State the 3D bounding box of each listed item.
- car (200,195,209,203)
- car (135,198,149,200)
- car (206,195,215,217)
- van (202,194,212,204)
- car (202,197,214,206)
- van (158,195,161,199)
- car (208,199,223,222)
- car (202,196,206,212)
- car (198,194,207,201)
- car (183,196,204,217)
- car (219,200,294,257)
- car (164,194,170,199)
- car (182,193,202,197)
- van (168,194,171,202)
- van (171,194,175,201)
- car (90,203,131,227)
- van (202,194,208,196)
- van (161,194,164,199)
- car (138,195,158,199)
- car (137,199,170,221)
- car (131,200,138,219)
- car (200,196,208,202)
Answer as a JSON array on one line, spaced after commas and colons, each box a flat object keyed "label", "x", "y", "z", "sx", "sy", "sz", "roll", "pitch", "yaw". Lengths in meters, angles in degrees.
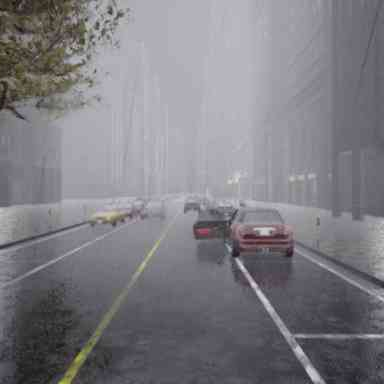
[{"label": "car", "x": 2.770, "y": 1.494, "z": 74.493, "sx": 1.967, "sy": 1.590, "sz": 4.097, "roll": 0, "pitch": 0, "yaw": 0}, {"label": "car", "x": -5.760, "y": 1.601, "z": 34.742, "sx": 1.802, "sy": 1.307, "sz": 4.206, "roll": 0, "pitch": 0, "yaw": 0}, {"label": "car", "x": 2.765, "y": 1.459, "z": 34.749, "sx": 1.967, "sy": 1.590, "sz": 4.097, "roll": 0, "pitch": 0, "yaw": 0}, {"label": "van", "x": 2.768, "y": 1.383, "z": 63.138, "sx": 1.690, "sy": 1.788, "sz": 3.998, "roll": 0, "pitch": 0, "yaw": 0}, {"label": "car", "x": 2.768, "y": 1.582, "z": 57.460, "sx": 1.887, "sy": 1.381, "sz": 4.507, "roll": 0, "pitch": 0, "yaw": 0}, {"label": "van", "x": -5.759, "y": 1.368, "z": 46.097, "sx": 1.690, "sy": 1.788, "sz": 3.998, "roll": 0, "pitch": 0, "yaw": 0}, {"label": "car", "x": 2.765, "y": 1.566, "z": 29.072, "sx": 2.008, "sy": 1.369, "sz": 4.403, "roll": 0, "pitch": 0, "yaw": 0}, {"label": "car", "x": 2.767, "y": 1.578, "z": 46.105, "sx": 2.008, "sy": 1.369, "sz": 4.403, "roll": 0, "pitch": 0, "yaw": 0}, {"label": "car", "x": 2.771, "y": 1.382, "z": 85.848, "sx": 2.192, "sy": 1.841, "sz": 5.009, "roll": 0, "pitch": 0, "yaw": 0}, {"label": "car", "x": 0.046, "y": 1.526, "z": 36.417, "sx": 1.837, "sy": 1.490, "sz": 4.892, "roll": 0, "pitch": 0, "yaw": 1}, {"label": "car", "x": 2.390, "y": 1.357, "z": 13.065, "sx": 2.097, "sy": 1.767, "sz": 4.553, "roll": 0, "pitch": 0, "yaw": 0}, {"label": "car", "x": -5.756, "y": 1.624, "z": 63.129, "sx": 1.802, "sy": 1.307, "sz": 4.206, "roll": 0, "pitch": 0, "yaw": 0}, {"label": "car", "x": 0.015, "y": 1.380, "z": 48.366, "sx": 2.097, "sy": 1.767, "sz": 4.553, "roll": 0, "pitch": 0, "yaw": 0}, {"label": "van", "x": -5.756, "y": 1.389, "z": 68.807, "sx": 1.690, "sy": 1.788, "sz": 3.998, "roll": 0, "pitch": 0, "yaw": 0}, {"label": "van", "x": -5.755, "y": 1.402, "z": 80.162, "sx": 1.690, "sy": 1.788, "sz": 3.998, "roll": 0, "pitch": 0, "yaw": 0}, {"label": "car", "x": -5.761, "y": 1.537, "z": 23.217, "sx": 1.752, "sy": 1.417, "sz": 4.829, "roll": 0, "pitch": 0, "yaw": 0}, {"label": "van", "x": 2.767, "y": 1.373, "z": 51.783, "sx": 1.690, "sy": 1.788, "sz": 3.998, "roll": 0, "pitch": 0, "yaw": 0}, {"label": "van", "x": -5.758, "y": 1.373, "z": 51.774, "sx": 1.690, "sy": 1.788, "sz": 3.998, "roll": 0, "pitch": 0, "yaw": 0}, {"label": "car", "x": -5.759, "y": 1.338, "z": 40.419, "sx": 2.192, "sy": 1.841, "sz": 5.009, "roll": 0, "pitch": 0, "yaw": 0}, {"label": "car", "x": -3.095, "y": 1.540, "z": 27.579, "sx": 1.812, "sy": 1.442, "sz": 4.674, "roll": 0, "pitch": 0, "yaw": 0}, {"label": "car", "x": -5.760, "y": 1.597, "z": 29.065, "sx": 1.802, "sy": 1.307, "sz": 4.206, "roll": 0, "pitch": 0, "yaw": 0}, {"label": "car", "x": 2.771, "y": 1.642, "z": 80.170, "sx": 1.802, "sy": 1.307, "sz": 4.206, "roll": 0, "pitch": 0, "yaw": 0}]
